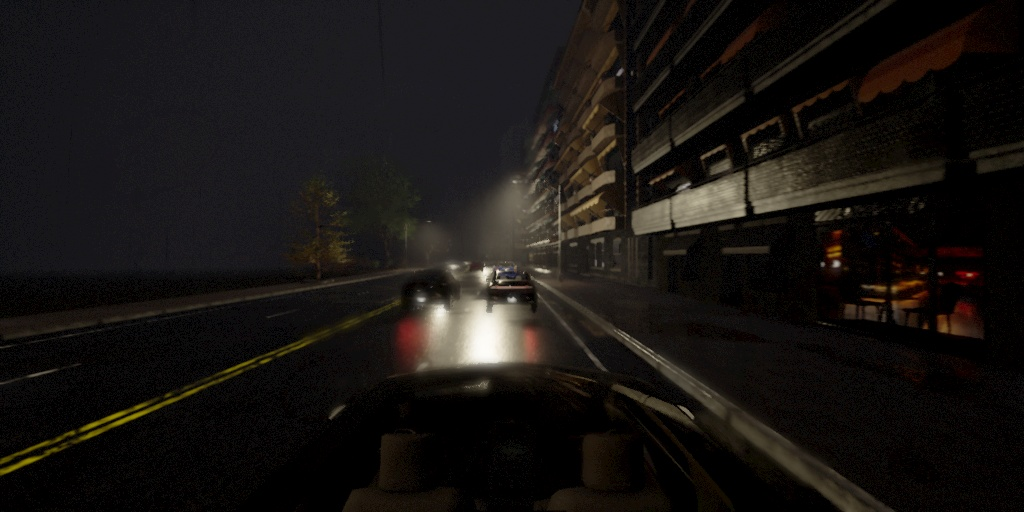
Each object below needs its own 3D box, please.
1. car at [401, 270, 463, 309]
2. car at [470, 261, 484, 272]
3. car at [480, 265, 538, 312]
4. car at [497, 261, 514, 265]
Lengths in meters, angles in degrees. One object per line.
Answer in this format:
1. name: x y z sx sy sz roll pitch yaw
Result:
1. car: -3.298 1.325 15.275 1.837 1.490 4.892 0 0 -1
2. car: -5.120 1.487 52.823 1.882 1.535 5.008 0 0 -4
3. car: -0.036 1.303 14.590 2.128 1.511 4.902 0 0 -1
4. car: -0.592 1.249 31.768 2.097 1.767 4.553 0 0 -2
